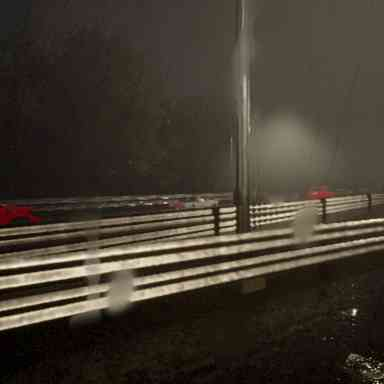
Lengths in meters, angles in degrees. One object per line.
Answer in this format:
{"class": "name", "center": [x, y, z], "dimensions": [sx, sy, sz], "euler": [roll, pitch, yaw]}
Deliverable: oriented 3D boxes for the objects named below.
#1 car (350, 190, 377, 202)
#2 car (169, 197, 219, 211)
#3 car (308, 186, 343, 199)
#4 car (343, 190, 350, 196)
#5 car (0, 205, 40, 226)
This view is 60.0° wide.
{"class": "car", "center": [23.017, 0.481, 43.925], "dimensions": [2.128, 1.511, 4.902], "euler": [0, 1, 41]}
{"class": "car", "center": [0.275, 1.055, 28.648], "dimensions": [1.895, 1.301, 4.718], "euler": [0, 1, 41]}
{"class": "car", "center": [16.427, 0.329, 41.533], "dimensions": [2.150, 2.045, 5.566], "euler": [0, 1, 42]}
{"class": "car", "center": [28.659, 0.245, 60.950], "dimensions": [2.033, 1.411, 5.357], "euler": [0, 1, 41]}
{"class": "car", "center": [-8.928, 0.988, 12.871], "dimensions": [2.150, 2.045, 5.566], "euler": [0, 1, 41]}
